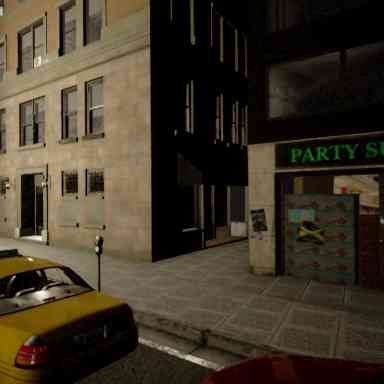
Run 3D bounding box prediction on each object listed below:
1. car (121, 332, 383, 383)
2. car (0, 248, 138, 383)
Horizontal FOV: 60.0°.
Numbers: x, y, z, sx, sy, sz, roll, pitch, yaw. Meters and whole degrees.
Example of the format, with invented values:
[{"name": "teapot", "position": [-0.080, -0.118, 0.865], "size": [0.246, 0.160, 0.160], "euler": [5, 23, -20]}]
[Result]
[{"name": "car", "position": [1.810, 1.581, 1.563], "size": [4.206, 1.307, 1.802], "euler": [0, -1, 36]}, {"name": "car", "position": [-2.943, 1.530, 4.962], "size": [4.829, 1.417, 1.752], "euler": [0, -1, 36]}]
